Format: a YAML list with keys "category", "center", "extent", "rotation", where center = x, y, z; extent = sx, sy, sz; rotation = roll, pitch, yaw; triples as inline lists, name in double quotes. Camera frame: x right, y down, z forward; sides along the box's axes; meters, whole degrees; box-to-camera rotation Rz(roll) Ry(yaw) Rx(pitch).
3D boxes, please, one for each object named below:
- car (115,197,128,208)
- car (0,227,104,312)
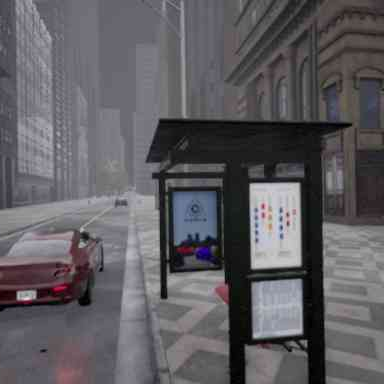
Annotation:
- category: "car"
  center: [-10.949, 1.553, 51.510]
  extent: [1.882, 1.535, 5.008]
  rotation: [-1, 0, -10]
- category: "car"
  center: [-3.146, 1.545, 7.763]
  extent: [1.812, 1.442, 4.674]
  rotation: [-1, 0, -10]
